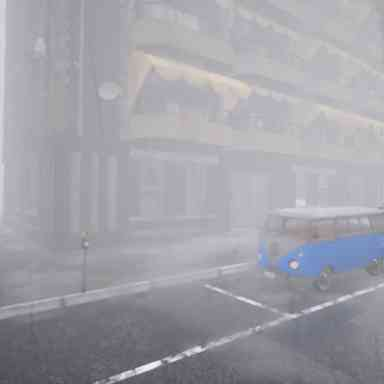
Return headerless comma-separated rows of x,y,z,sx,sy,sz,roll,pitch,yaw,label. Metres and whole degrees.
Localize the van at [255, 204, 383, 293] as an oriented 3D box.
3.423,1.292,8.513,3.998,1.788,1.690,0,2,-35,van
